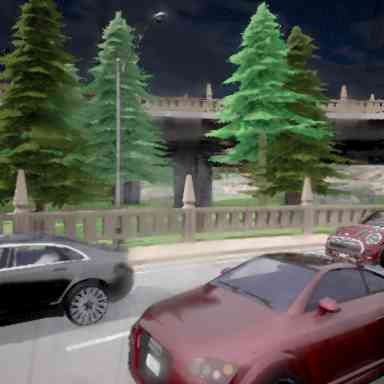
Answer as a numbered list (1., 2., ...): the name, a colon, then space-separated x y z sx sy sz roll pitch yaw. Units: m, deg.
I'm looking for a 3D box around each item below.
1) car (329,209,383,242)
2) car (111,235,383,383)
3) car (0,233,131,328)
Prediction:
1. car: 6.712 1.342 10.939 4.553 1.767 2.097 0 0 -20
2. car: 1.317 1.562 4.391 4.181 1.385 1.994 0 0 -31
3. car: -3.374 1.492 5.555 4.902 1.511 2.128 0 0 -32
